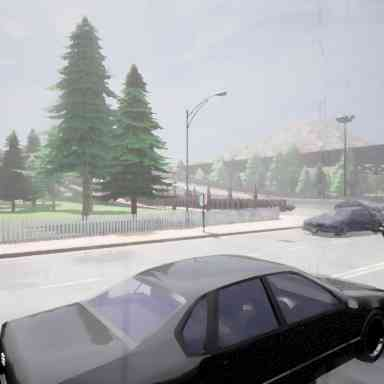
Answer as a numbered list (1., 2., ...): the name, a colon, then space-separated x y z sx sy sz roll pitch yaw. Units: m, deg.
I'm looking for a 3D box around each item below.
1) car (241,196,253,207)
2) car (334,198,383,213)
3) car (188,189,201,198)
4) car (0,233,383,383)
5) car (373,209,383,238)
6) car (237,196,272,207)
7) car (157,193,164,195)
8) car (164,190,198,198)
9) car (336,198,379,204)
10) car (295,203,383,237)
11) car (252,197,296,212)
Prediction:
1. car: 8.592 1.448 45.753 1.882 1.535 5.008 0 1 -37
2. car: 19.046 1.476 37.786 1.882 1.535 5.008 0 0 -37
3. car: 0.570 0.384 62.218 2.097 1.767 4.553 0 5 -37
4. car: 0.551 1.547 4.139 5.357 1.411 2.033 0 0 -35
5. car: 11.004 1.601 16.035 4.718 1.301 1.895 0 0 -35
6. car: 9.414 1.392 50.459 2.128 1.511 4.902 0 2 -37
7. car: -5.062 0.049 63.913 2.128 1.511 4.902 0 6 -36
8. car: -1.877 0.940 53.788 2.128 1.511 4.902 0 4 -37
9. car: 17.193 1.525 34.441 1.812 1.442 4.674 0 0 -37
10. car: 8.464 1.547 18.113 5.357 1.411 2.033 0 0 -29
11. car: 9.655 1.596 38.567 1.895 1.301 4.718 0 0 -37
